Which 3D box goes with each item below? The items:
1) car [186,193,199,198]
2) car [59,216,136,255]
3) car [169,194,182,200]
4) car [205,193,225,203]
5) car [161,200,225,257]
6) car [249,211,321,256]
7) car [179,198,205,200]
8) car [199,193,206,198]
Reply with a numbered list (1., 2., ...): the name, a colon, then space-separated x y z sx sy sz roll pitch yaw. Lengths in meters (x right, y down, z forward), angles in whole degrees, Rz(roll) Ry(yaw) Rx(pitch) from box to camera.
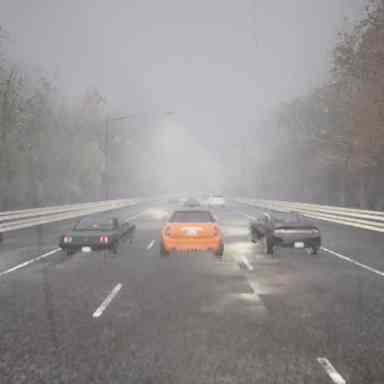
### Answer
1. car: 0.011 1.518 76.596 1.882 1.535 5.008 0 0 0
2. car: -3.497 1.617 13.271 1.895 1.301 4.718 0 0 0
3. car: -3.491 1.605 66.545 1.994 1.385 4.181 0 0 0
4. car: 3.506 1.260 48.390 2.150 2.045 5.566 0 0 0
5. car: 0.002 1.368 13.173 2.097 1.767 4.553 0 0 0
6. car: 3.503 1.508 13.280 2.128 1.511 4.902 0 0 0
7. car: 0.004 1.536 30.341 1.837 1.490 4.892 0 0 0
8. car: 3.512 1.262 86.690 2.150 2.045 5.566 0 0 0
